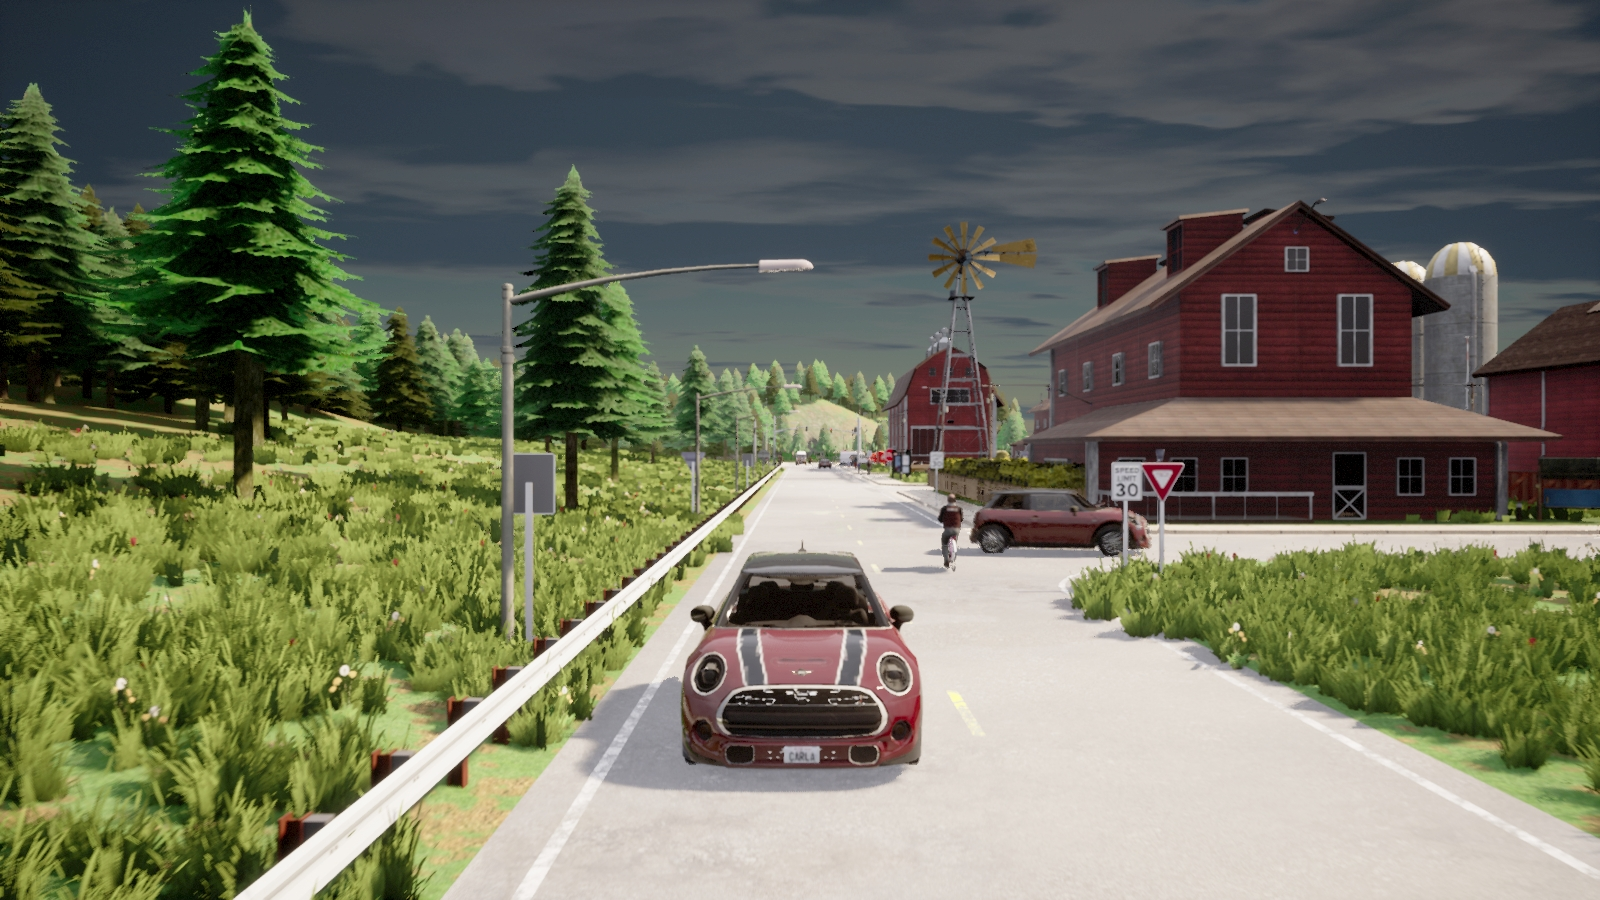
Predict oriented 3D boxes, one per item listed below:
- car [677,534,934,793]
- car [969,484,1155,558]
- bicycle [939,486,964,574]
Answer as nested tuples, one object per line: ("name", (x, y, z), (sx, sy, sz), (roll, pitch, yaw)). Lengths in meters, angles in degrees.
("car", (0.053, 1.908, 11.586), (2.097, 1.767, 4.553), (0, 0, 0))
("car", (6.908, 1.804, 29.987), (4.553, 1.767, 2.097), (-1, 0, 19))
("bicycle", (3.509, 1.817, 26.545), (0.329, 1.919, 1.835), (0, 0, 0))
